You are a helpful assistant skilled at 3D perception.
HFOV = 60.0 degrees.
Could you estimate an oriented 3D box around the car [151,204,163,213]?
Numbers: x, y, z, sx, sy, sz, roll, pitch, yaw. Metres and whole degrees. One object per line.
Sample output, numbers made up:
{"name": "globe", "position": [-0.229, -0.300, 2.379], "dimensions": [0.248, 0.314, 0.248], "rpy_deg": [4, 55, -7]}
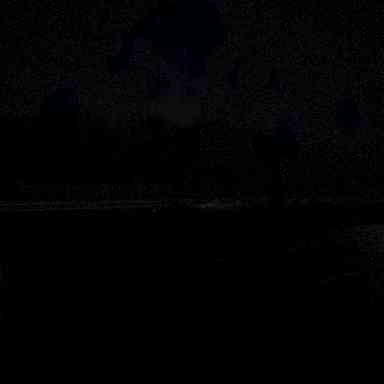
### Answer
{"name": "car", "position": [-1.931, 1.572, 32.586], "dimensions": [4.181, 1.385, 1.994], "rpy_deg": [0, 0, -35]}

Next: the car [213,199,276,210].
{"name": "car", "position": [4.239, 1.519, 24.089], "dimensions": [5.008, 1.535, 1.882], "rpy_deg": [0, 0, -35]}

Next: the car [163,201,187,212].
{"name": "car", "position": [0.150, 1.613, 29.770], "dimensions": [4.718, 1.301, 1.895], "rpy_deg": [0, 0, -35]}

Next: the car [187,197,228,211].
{"name": "car", "position": [2.210, 1.178, 26.941], "dimensions": [4.674, 1.442, 1.812], "rpy_deg": [0, 0, -35]}
